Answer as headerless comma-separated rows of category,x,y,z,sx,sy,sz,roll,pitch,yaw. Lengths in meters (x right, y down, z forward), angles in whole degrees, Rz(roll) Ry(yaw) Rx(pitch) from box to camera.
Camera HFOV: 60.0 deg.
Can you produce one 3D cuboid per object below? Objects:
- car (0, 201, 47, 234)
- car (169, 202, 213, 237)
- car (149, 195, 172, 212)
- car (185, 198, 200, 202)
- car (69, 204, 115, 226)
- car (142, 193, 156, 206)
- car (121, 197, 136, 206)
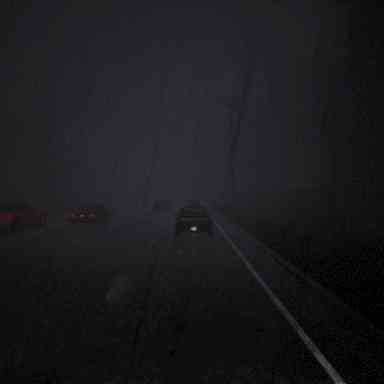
car,-10.412,1.355,19.600,2.097,1.767,4.553,0,0,0
car,0.089,1.496,17.953,2.128,1.511,4.902,0,0,0
car,-3.422,1.487,38.679,1.882,1.535,5.008,0,0,0
car,0.074,1.503,42.936,2.128,1.511,4.902,0,0,0
car,-6.915,1.553,23.426,2.033,1.411,5.357,0,0,0
car,-6.933,1.235,55.403,2.150,2.045,5.566,0,0,0
car,-10.433,1.518,54.800,1.837,1.490,4.892,0,0,0
